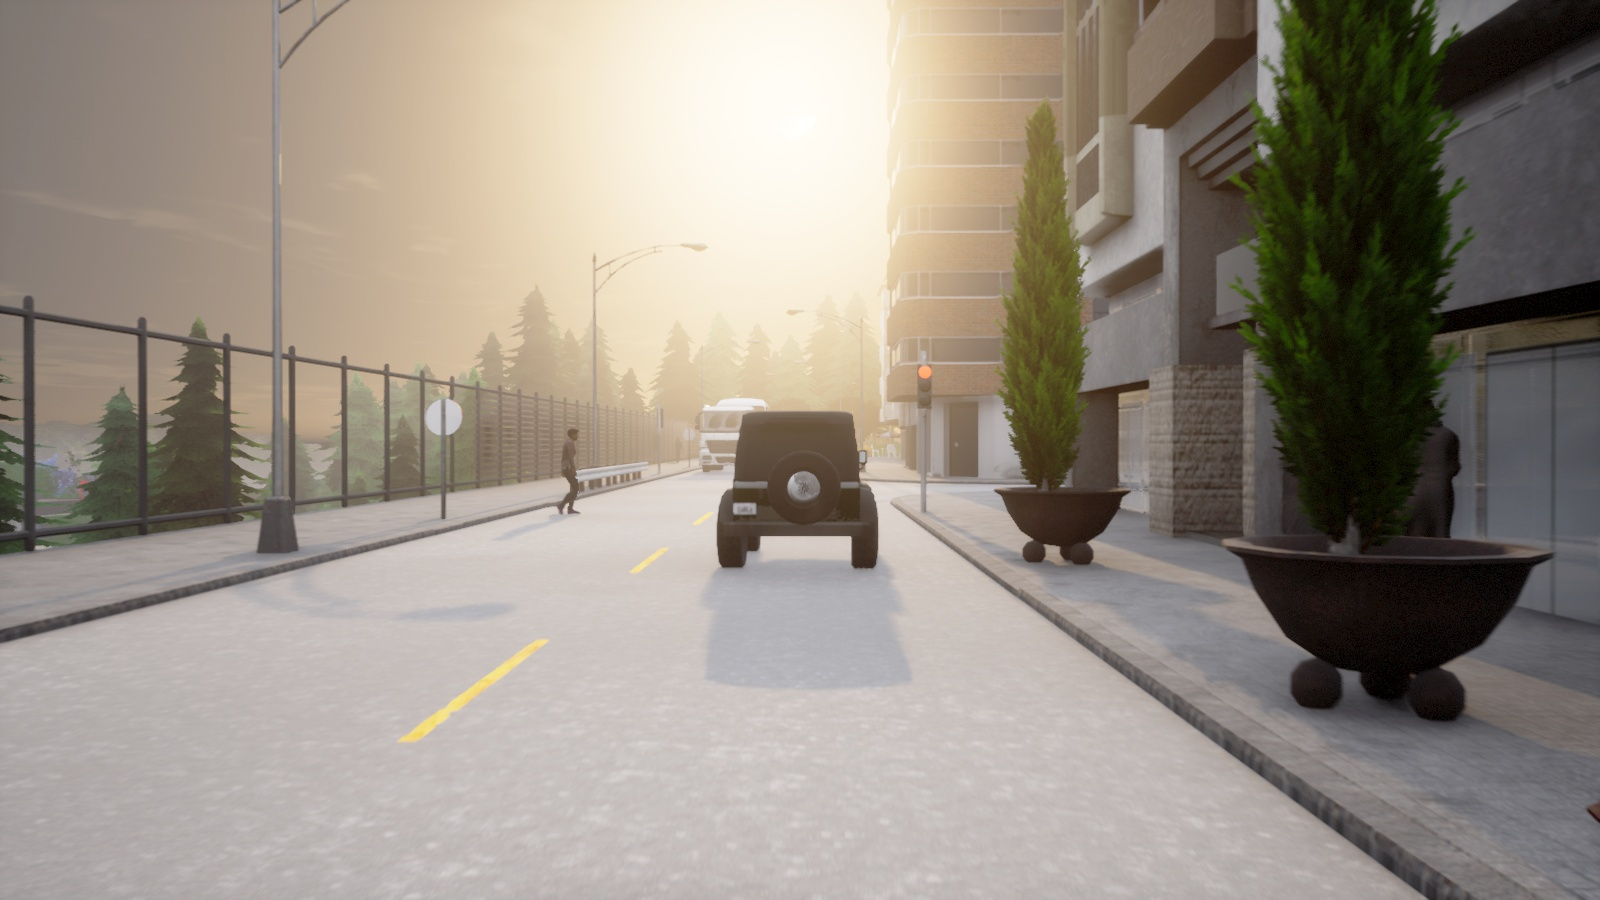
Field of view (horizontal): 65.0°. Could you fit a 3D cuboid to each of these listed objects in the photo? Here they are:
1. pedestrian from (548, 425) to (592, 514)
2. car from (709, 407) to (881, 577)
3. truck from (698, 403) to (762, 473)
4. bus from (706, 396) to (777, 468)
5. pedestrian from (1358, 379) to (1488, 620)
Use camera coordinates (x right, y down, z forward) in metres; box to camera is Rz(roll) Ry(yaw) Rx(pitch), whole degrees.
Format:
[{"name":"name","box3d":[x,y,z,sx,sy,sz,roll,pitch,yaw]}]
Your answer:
[{"name":"pedestrian","box3d":[-4.741,0.397,25.868,0.869,1.805,0.328,0,0,-15]},{"name":"car","box3d":[0.021,0.453,15.857,1.905,1.878,3.866,0,0,2]},{"name":"truck","box3d":[-3.598,-0.613,66.428,2.891,3.462,7.936,0,0,0]},{"name":"bus","box3d":[-3.523,-1.078,79.038,3.944,4.253,10.273,0,0,0]},{"name":"pedestrian","box3d":[5.253,0.401,10.631,0.659,1.952,0.873,0,0,0]}]
